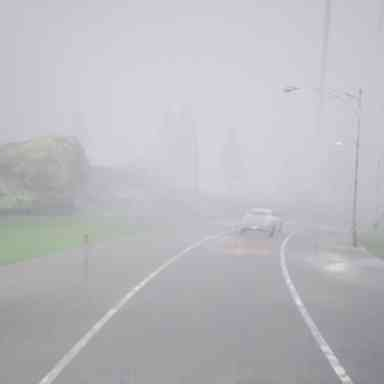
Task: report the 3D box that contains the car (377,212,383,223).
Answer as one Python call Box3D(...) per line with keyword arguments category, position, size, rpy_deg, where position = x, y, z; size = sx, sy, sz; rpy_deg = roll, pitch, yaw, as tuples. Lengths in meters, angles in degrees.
Box3D(category="car", position=(27.407, 3.551, 45.289), size=(4.553, 1.767, 2.097), rpy_deg=(6, 0, -28))

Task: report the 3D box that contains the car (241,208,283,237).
Box3D(category="car", position=(4.147, 1.690, 19.525), size=(1.812, 1.442, 4.674), rpy_deg=(2, -1, 22))
